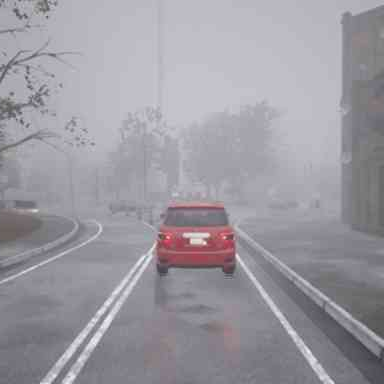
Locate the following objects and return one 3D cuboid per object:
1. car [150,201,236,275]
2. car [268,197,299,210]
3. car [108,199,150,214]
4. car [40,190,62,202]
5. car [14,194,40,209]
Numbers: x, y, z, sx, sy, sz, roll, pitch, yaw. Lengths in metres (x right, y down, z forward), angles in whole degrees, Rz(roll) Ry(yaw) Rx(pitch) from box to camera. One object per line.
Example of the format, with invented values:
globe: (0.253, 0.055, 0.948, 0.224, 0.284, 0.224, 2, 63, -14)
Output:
car: (0.111, 1.303, 10.863, 2.150, 2.045, 5.566, 0, 0, 0)
car: (11.158, 1.386, 40.514, 4.674, 1.442, 1.812, -1, 1, -42)
car: (-6.258, 1.450, 34.723, 4.902, 1.511, 2.128, 0, 1, 7)
car: (-26.263, 0.743, 60.974, 2.150, 2.045, 5.566, 0, 1, 12)
car: (-21.452, 1.303, 42.671, 1.882, 1.535, 5.008, -1, 2, -38)
